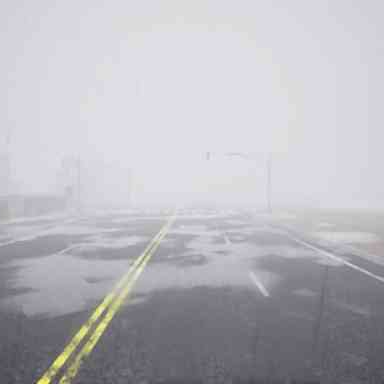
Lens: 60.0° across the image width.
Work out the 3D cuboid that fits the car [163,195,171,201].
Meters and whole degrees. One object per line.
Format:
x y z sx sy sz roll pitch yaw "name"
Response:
-6.493 1.539 87.338 1.882 1.535 5.008 0 0 0 "car"
